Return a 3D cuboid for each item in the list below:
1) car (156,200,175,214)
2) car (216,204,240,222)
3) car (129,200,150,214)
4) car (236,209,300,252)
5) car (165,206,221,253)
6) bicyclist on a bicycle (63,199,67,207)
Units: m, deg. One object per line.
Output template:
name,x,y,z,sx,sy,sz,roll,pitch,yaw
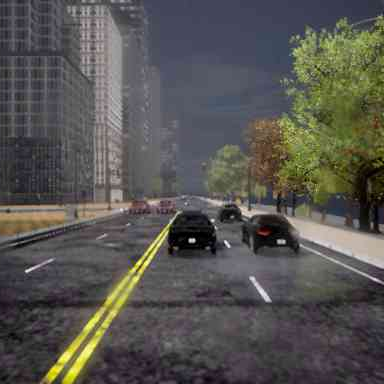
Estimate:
car,-3.251,1.743,41.657,2.097,1.767,4.553,0,0,0
car,3.256,1.785,29.296,1.837,1.490,4.892,0,0,0
car,-6.501,1.743,41.659,2.097,1.767,4.553,0,0,0
car,3.256,1.661,14.372,1.812,1.442,4.674,0,0,0
car,0.006,1.614,14.468,1.882,1.535,5.008,0,0,0
bicyclist on a bicycle,-24.646,2.195,64.610,0.582,1.620,1.656,-1,0,0
